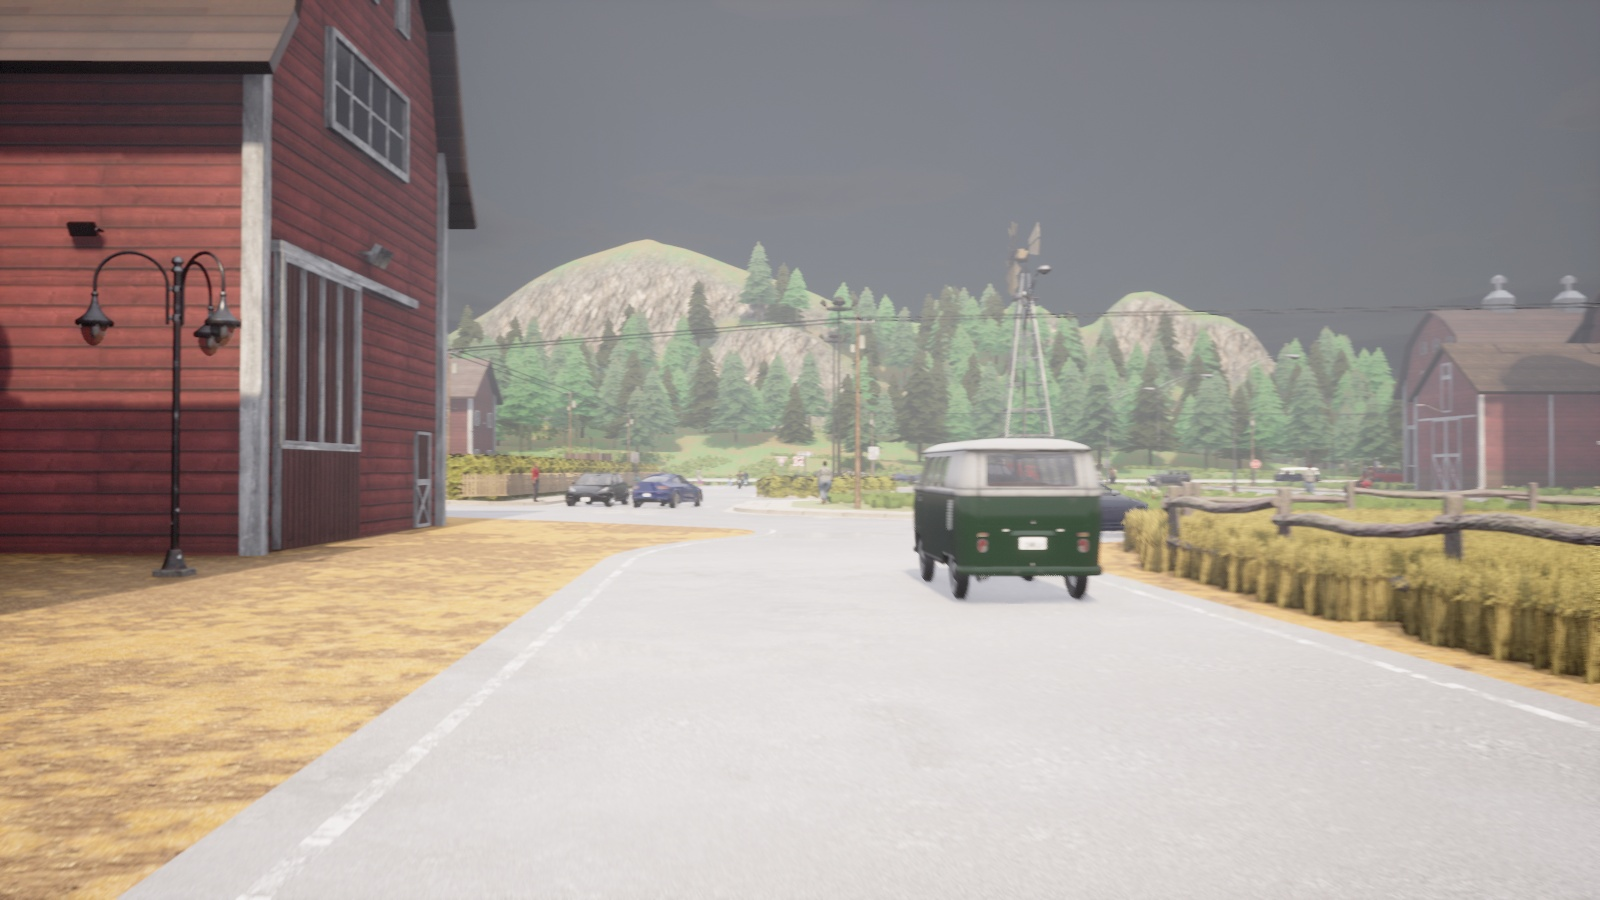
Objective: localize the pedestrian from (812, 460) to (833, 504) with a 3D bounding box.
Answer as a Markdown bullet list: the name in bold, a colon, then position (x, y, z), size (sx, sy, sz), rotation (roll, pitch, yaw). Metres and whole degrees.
- **pedestrian**: position (0.938, 1.344, 52.780), size (0.874, 1.855, 0.900), rotation (0, -1, 1)

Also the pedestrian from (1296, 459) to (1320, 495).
- **pedestrian**: position (26.349, 1.396, 65.125), size (0.874, 1.855, 0.900), rotation (0, -1, -2)

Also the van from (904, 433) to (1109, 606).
- **van**: position (2.582, 0.834, 16.782), size (1.775, 1.987, 4.442), rotation (0, -1, -3)

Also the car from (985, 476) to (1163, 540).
- **car**: position (6.598, 1.337, 30.074), size (4.181, 1.385, 1.994), rotation (0, -1, -39)

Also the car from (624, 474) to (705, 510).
- **car**: position (-5.688, 1.763, 53.382), size (1.812, 1.442, 4.674), rotation (0, -1, 15)

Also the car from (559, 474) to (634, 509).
- **car**: position (-9.003, 1.806, 55.932), size (2.163, 1.488, 4.792), rotation (0, -1, 5)

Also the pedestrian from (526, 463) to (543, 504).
- **pedestrian**: position (-11.960, 1.514, 56.583), size (0.636, 1.846, 0.331), rotation (-1, -1, 16)
